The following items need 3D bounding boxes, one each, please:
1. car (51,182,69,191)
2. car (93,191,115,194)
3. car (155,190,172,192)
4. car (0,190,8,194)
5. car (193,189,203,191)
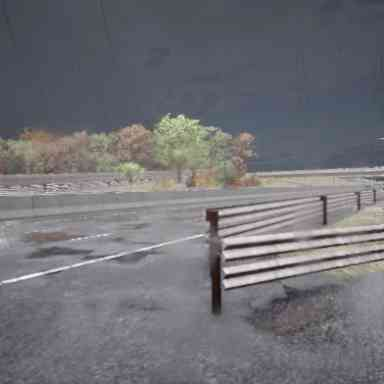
[{"bbox_3d":[-25.902,-1.080,64.228,2.097,1.767,4.553,-1,3,15],"label":"car"},{"bbox_3d":[-11.367,0.591,42.097,2.128,1.511,4.902,0,1,35],"label":"car"},{"bbox_3d":[-3.737,0.521,40.811,1.837,1.490,4.892,0,1,35],"label":"car"},{"bbox_3d":[-29.632,-0.120,49.136,1.882,1.535,5.008,-1,2,13],"label":"car"},{"bbox_3d":[0.972,0.171,59.764,1.812,1.442,4.674,0,1,35],"label":"car"}]
